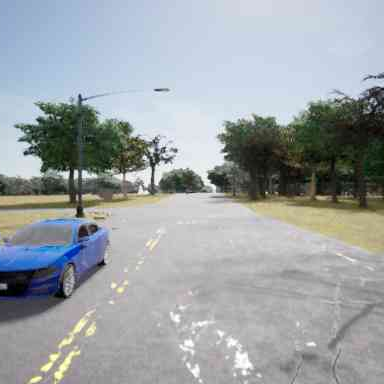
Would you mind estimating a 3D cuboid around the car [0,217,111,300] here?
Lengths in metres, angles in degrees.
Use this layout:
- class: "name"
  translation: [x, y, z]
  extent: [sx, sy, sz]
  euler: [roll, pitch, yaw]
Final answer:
- class: "car"
  translation: [-3.501, 1.463, 8.609]
  extent: [1.882, 1.535, 5.008]
  euler: [0, 0, 0]
